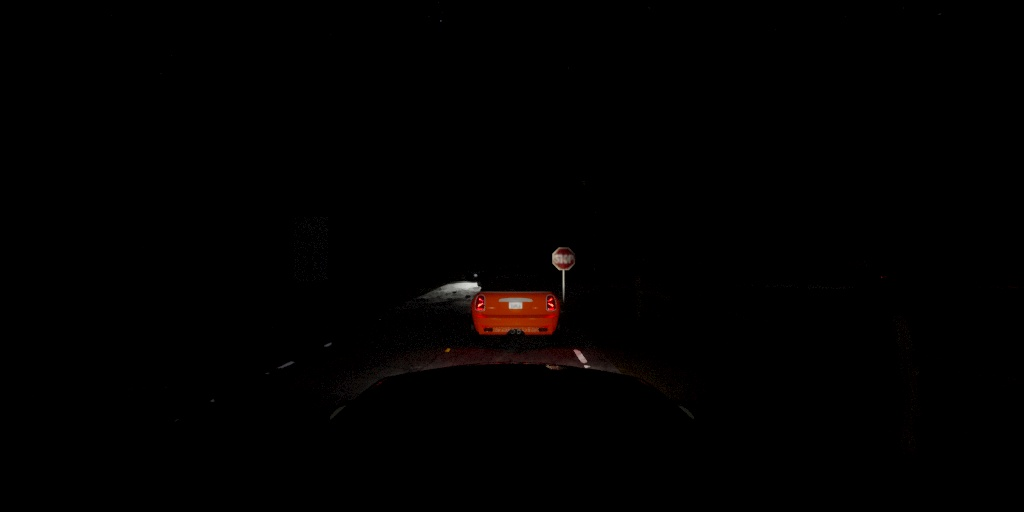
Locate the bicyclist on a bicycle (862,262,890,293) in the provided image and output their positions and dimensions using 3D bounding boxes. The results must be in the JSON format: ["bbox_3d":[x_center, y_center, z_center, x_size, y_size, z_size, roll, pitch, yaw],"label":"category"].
[{"bbox_3d":[19.882,1.166,19.560,0.582,1.620,1.656,0,0,0],"label":"bicyclist on a bicycle"}]

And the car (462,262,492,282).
[{"bbox_3d":[-2.899,1.292,30.927,2.128,1.511,4.902,0,0,0],"label":"car"}]

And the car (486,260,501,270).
[{"bbox_3d":[-2.910,1.454,57.068,2.128,1.511,4.902,0,-1,0],"label":"car"}]

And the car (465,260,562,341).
[{"bbox_3d":[0.081,1.110,10.005,2.097,1.767,4.553,0,0,0],"label":"car"}]

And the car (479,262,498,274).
[{"bbox_3d":[-2.905,1.433,44.405,1.994,1.385,4.181,0,0,1],"label":"car"}]
